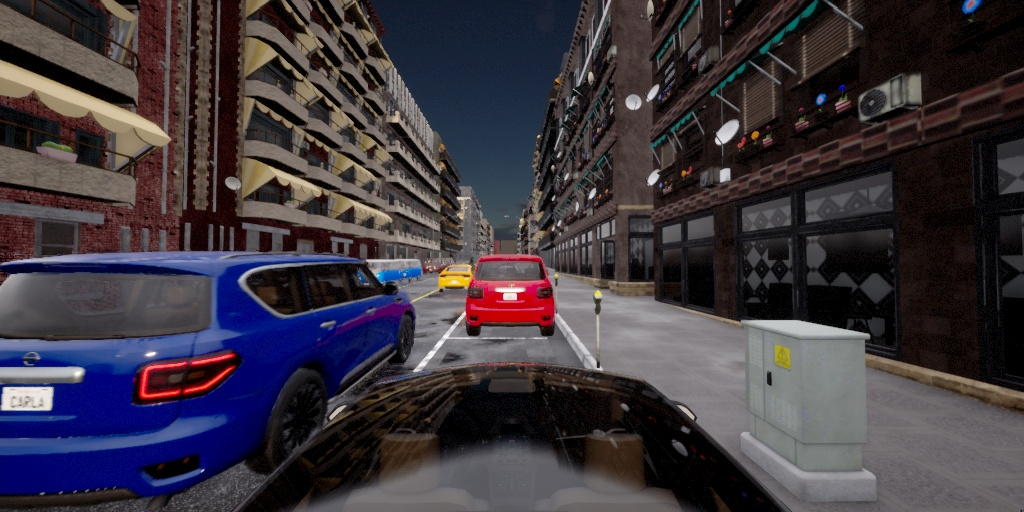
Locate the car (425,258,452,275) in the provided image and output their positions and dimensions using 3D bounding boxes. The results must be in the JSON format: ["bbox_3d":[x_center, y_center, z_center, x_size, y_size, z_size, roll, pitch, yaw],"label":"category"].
[{"bbox_3d":[-8.335,1.115,39.194,2.192,1.841,5.009,0,0,0],"label":"car"}]

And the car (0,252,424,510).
[{"bbox_3d":[-3.020,0.975,4.920,2.150,2.045,5.566,0,0,0],"label":"car"}]

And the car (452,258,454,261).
[{"bbox_3d":[-5.817,1.303,43.955,2.128,1.511,4.902,0,0,1],"label":"car"}]

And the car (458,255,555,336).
[{"bbox_3d":[-0.039,0.983,10.533,2.150,2.045,5.566,0,0,0],"label":"car"}]

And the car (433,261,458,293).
[{"bbox_3d":[-2.976,1.243,21.050,1.882,1.535,5.008,0,-1,0],"label":"car"}]
